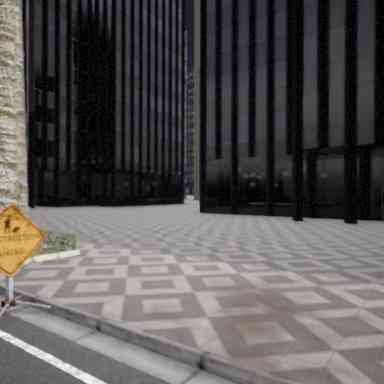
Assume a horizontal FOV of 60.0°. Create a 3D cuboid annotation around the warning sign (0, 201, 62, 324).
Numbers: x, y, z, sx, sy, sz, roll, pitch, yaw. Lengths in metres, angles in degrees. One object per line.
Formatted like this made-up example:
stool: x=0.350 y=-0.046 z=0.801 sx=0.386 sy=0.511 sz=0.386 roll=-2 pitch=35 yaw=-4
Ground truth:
warning sign: x=-3.161 y=1.106 z=5.792 sx=1.060 sy=1.860 sz=1.300 roll=0 pitch=0 yaw=36
